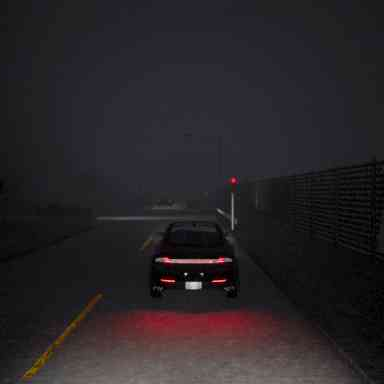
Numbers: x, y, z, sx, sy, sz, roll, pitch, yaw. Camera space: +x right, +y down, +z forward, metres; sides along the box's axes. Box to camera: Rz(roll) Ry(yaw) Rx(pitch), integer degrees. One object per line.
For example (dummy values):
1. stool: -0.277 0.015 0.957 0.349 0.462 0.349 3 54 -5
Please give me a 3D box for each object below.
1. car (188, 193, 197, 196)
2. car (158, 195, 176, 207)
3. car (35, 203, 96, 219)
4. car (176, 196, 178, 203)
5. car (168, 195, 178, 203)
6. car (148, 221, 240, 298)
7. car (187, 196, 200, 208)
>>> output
1. car: 0.056 1.225 87.465 2.150 2.045 5.566 0 0 0
2. car: -4.060 1.352 51.335 2.097 1.767 4.553 0 0 0
3. car: -10.649 1.601 28.364 4.718 1.301 1.895 0 0 -4
4. car: -4.025 1.601 60.703 1.895 1.301 4.718 0 0 0
5. car: -3.951 1.478 71.138 1.882 1.535 5.008 0 0 0
6. car: 0.054 1.492 8.498 2.128 1.511 4.902 0 0 1
7. car: 0.194 1.601 46.939 1.895 1.301 4.718 0 0 -1
